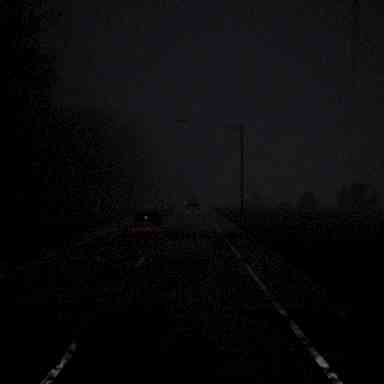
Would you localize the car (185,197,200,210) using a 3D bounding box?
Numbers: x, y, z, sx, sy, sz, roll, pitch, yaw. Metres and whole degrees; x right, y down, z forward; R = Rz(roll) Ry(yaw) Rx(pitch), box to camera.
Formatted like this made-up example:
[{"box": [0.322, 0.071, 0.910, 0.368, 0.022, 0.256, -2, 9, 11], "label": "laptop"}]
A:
[{"box": [0.089, 1.800, 53.432, 2.150, 2.045, 5.566, 0, 0, 0], "label": "car"}]

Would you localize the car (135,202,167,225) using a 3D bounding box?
[{"box": [-3.407, 1.770, 27.152, 1.882, 1.535, 5.008, 0, -1, 0], "label": "car"}]

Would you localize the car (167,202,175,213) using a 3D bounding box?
[{"box": [-3.411, 2.051, 45.237, 1.994, 1.385, 4.181, 0, -1, 0], "label": "car"}]

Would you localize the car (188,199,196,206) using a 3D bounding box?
[{"box": [-0.014, 2.318, 73.466, 1.812, 1.442, 4.674, 0, -1, 0], "label": "car"}]
